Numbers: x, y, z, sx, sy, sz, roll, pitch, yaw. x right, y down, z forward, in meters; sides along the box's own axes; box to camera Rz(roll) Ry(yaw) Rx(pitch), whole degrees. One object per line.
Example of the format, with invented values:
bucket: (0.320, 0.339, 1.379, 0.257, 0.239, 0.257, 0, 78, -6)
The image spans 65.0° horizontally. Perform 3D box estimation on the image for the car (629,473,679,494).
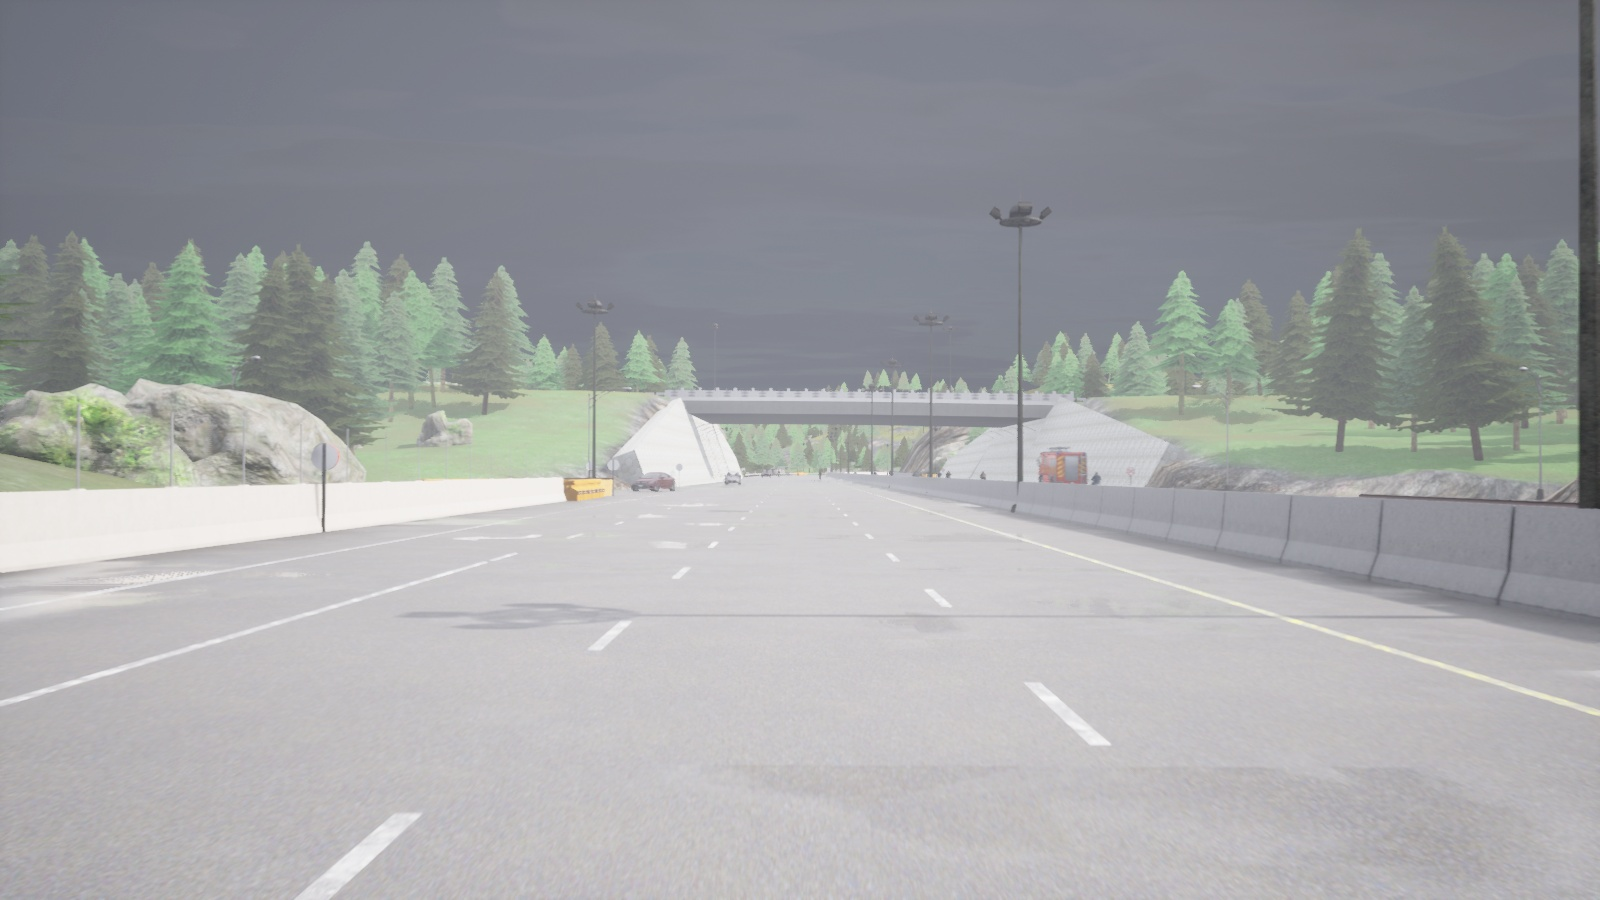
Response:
car: (-10.615, 2.418, 91.693, 1.812, 1.442, 4.674, -1, -1, 19)
